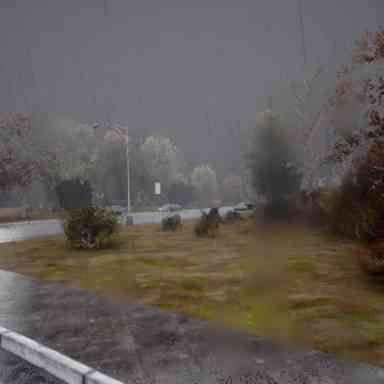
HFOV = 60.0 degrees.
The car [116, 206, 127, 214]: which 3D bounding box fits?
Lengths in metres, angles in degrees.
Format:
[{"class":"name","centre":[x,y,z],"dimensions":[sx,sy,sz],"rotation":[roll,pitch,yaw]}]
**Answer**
[{"class":"car","centre":[-10.313,2.466,41.472],"dimensions":[2.128,1.511,4.902],"rotation":[-3,-2,32]}]

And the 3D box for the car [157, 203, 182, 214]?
[{"class":"car","centre":[-3.507,2.539,52.182],"dimensions":[2.128,1.511,4.902],"rotation":[-3,-2,33]}]

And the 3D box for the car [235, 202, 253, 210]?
[{"class":"car","centre":[8.140,2.198,50.674],"dimensions":[1.994,1.385,4.181],"rotation":[-3,-2,32]}]
